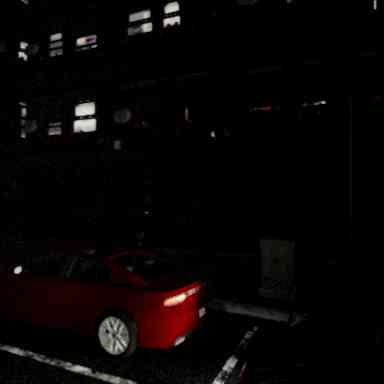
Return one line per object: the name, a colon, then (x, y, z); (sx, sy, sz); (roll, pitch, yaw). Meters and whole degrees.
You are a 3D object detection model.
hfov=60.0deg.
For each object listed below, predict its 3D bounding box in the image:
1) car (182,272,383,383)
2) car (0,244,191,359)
car: (2.447, 1.466, 2.020); (4.553, 1.767, 2.097); (1, -1, 23)
car: (-1.900, 1.582, 5.795); (4.507, 1.381, 1.887); (1, -2, 23)
